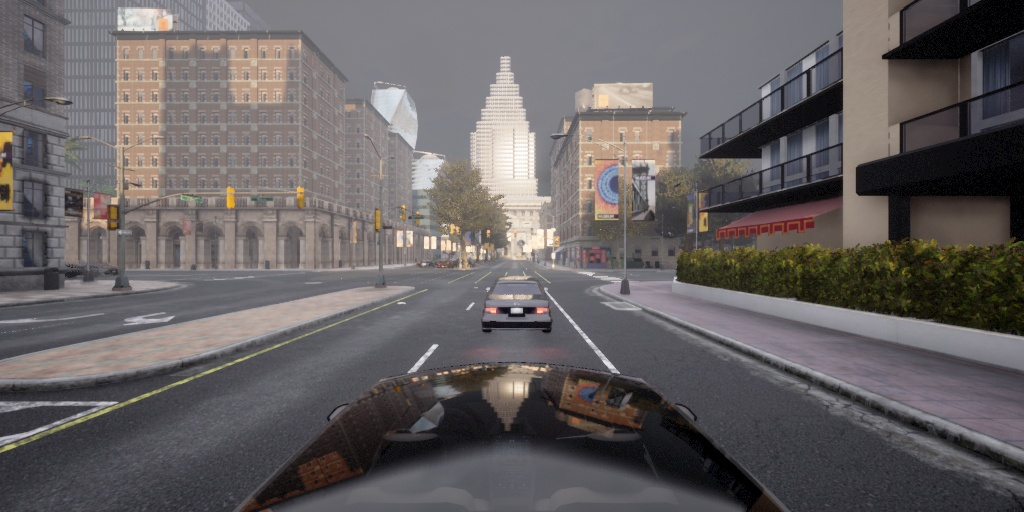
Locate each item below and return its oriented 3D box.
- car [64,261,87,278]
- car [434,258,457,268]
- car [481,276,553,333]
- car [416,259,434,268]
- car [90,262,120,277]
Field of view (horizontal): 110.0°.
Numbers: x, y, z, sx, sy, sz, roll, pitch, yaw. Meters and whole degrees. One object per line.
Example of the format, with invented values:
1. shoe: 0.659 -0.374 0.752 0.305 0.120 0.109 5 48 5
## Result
1. car: -41.081 0.972 31.087 5.566 2.045 2.150 0 0 1
2. car: -11.048 1.102 59.666 2.097 1.767 4.553 0 0 1
3. car: 0.146 1.297 10.736 2.033 1.411 5.357 0 0 1
4. car: -14.518 1.241 61.552 2.128 1.511 4.902 0 0 1
5. car: -40.383 1.314 34.586 4.181 1.385 1.994 0 0 0
